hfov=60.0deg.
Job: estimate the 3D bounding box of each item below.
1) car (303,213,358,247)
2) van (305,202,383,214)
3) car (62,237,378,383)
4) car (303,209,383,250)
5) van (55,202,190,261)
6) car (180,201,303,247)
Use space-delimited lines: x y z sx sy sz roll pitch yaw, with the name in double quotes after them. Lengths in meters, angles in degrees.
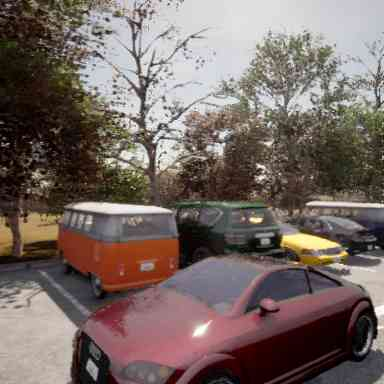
2.603 1.593 11.696 1.946 1.575 5.366 1 -1 -36 "car"
6.936 1.473 15.163 1.878 1.987 4.442 1 -1 -36 "van"
0.638 1.595 4.449 4.181 1.385 1.994 1 0 -36 "car"
4.750 1.648 13.450 2.231 1.521 4.892 1 -1 -36 "car"
-2.176 1.286 8.654 1.878 1.987 4.442 1 -1 -36 "van"
0.230 1.298 10.262 2.435 2.045 5.566 1 0 -36 "car"
